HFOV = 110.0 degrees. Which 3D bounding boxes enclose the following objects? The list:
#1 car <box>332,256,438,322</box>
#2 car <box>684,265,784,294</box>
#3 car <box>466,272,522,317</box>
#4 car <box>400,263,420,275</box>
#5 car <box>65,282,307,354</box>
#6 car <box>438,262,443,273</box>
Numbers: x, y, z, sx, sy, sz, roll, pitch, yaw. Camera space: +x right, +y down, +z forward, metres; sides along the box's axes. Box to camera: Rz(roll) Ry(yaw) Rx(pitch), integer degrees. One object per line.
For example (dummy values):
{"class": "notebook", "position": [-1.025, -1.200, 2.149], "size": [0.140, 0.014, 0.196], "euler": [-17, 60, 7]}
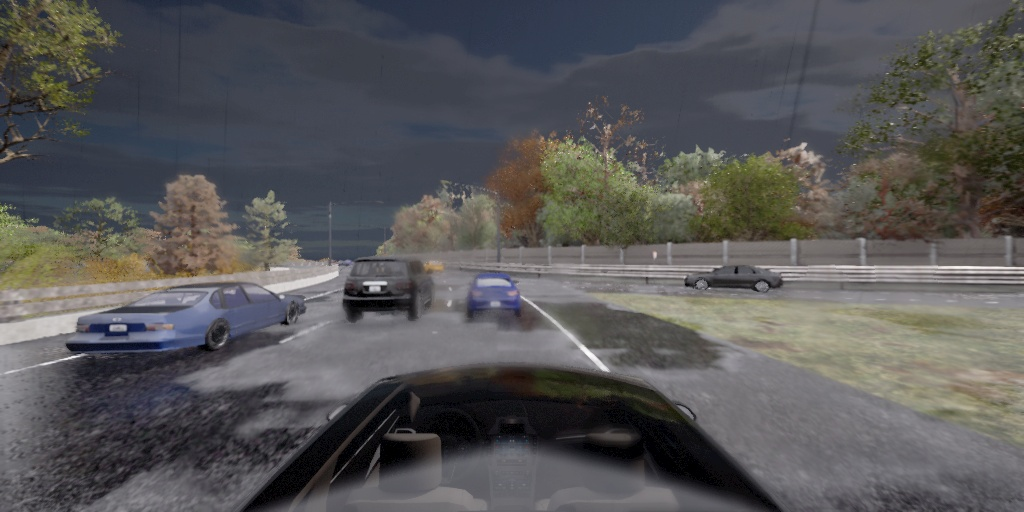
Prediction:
{"class": "car", "position": [-4.165, 1.042, 12.913], "size": [2.150, 2.045, 5.566], "euler": [0, 0, -5]}
{"class": "car", "position": [12.656, 1.296, 20.746], "size": [4.892, 1.490, 1.837], "euler": [-1, -1, 28]}
{"class": "car", "position": [-0.719, 1.335, 13.408], "size": [1.812, 1.442, 4.674], "euler": [0, 0, -5]}
{"class": "car", "position": [-13.131, 1.617, 45.881], "size": [1.895, 1.301, 4.718], "euler": [0, 0, -24]}
{"class": "car", "position": [-7.308, 1.361, 8.978], "size": [2.033, 1.411, 5.357], "euler": [0, 0, -5]}
{"class": "car", "position": [-10.850, 1.501, 49.255], "size": [1.882, 1.535, 5.008], "euler": [0, 0, -24]}
